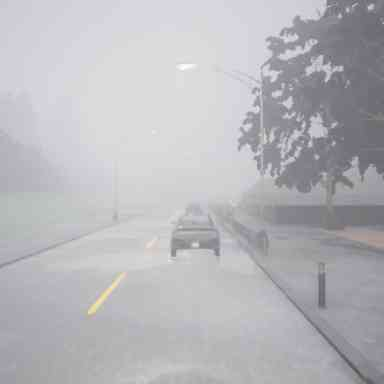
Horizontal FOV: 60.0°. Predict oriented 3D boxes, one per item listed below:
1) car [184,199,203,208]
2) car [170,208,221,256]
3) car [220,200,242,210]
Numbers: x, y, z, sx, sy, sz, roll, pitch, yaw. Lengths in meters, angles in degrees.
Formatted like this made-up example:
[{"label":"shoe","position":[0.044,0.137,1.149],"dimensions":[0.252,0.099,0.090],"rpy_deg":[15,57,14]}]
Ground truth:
[{"label":"car","position":[0.213,1.891,39.576],"dimensions":[1.837,1.490,4.892],"rpy_deg":[0,0,0]},{"label":"car","position":[0.127,1.628,13.783],"dimensions":[2.128,1.511,4.902],"rpy_deg":[0,0,0]},{"label":"car","position":[6.459,1.925,50.544],"dimensions":[5.357,1.415,2.033],"rpy_deg":[0,-1,-40]}]
